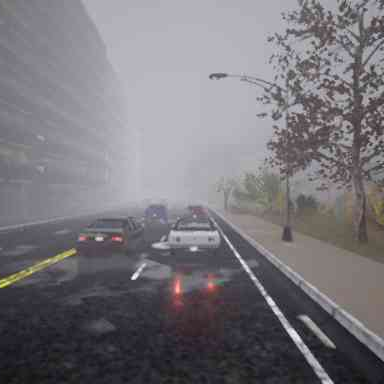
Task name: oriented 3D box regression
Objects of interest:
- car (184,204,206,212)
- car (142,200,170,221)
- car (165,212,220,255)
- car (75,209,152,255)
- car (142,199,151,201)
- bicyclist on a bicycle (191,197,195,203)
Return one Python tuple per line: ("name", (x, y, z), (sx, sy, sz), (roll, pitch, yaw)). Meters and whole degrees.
("car", (0.260, 1.806, 29.263), (1.812, 1.442, 4.674), (0, 0, 1))
("car", (-2.988, 1.758, 29.391), (1.882, 1.535, 5.008), (0, 0, 1))
("car", (0.102, 1.734, 13.983), (1.895, 1.301, 4.718), (0, -1, 1))
("car", (-3.150, 1.679, 13.899), (2.033, 1.411, 5.357), (0, -1, 1))
("car", (-9.500, 2.160, 70.890), (1.882, 1.535, 5.008), (0, -1, -1))
("bicyclist on a bicycle", (0.423, 2.310, 89.811), (0.866, 1.612, 1.509), (0, -1, -3))
